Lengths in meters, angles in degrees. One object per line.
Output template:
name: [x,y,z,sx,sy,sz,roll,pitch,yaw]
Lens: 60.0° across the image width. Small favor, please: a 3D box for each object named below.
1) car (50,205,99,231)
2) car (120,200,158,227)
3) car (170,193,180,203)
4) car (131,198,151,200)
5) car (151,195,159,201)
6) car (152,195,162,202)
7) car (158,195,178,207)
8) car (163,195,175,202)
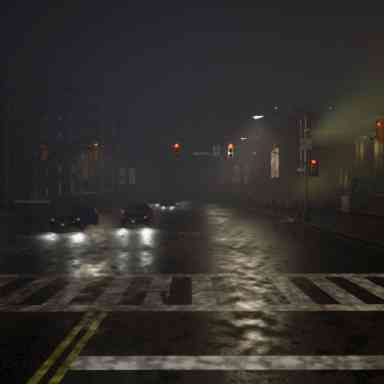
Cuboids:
car: [-7.118,1.525,20.639,1.812,1.442,4.674,0,0,0]
car: [-3.608,1.525,22.668,1.812,1.442,4.674,0,0,0]
car: [-3.639,1.222,68.976,2.150,2.045,5.566,0,0,0]
car: [-7.426,1.547,44.350,2.033,1.411,5.357,0,0,5]
car: [-7.164,1.600,64.491,1.895,1.301,4.718,0,0,0]
car: [-8.010,1.500,75.788,1.837,1.490,4.892,0,0,-11]
car: [-3.643,1.564,50.809,1.994,1.385,4.181,0,0,0]
car: [-5.641,1.524,80.214,1.812,1.442,4.674,0,0,-18]
